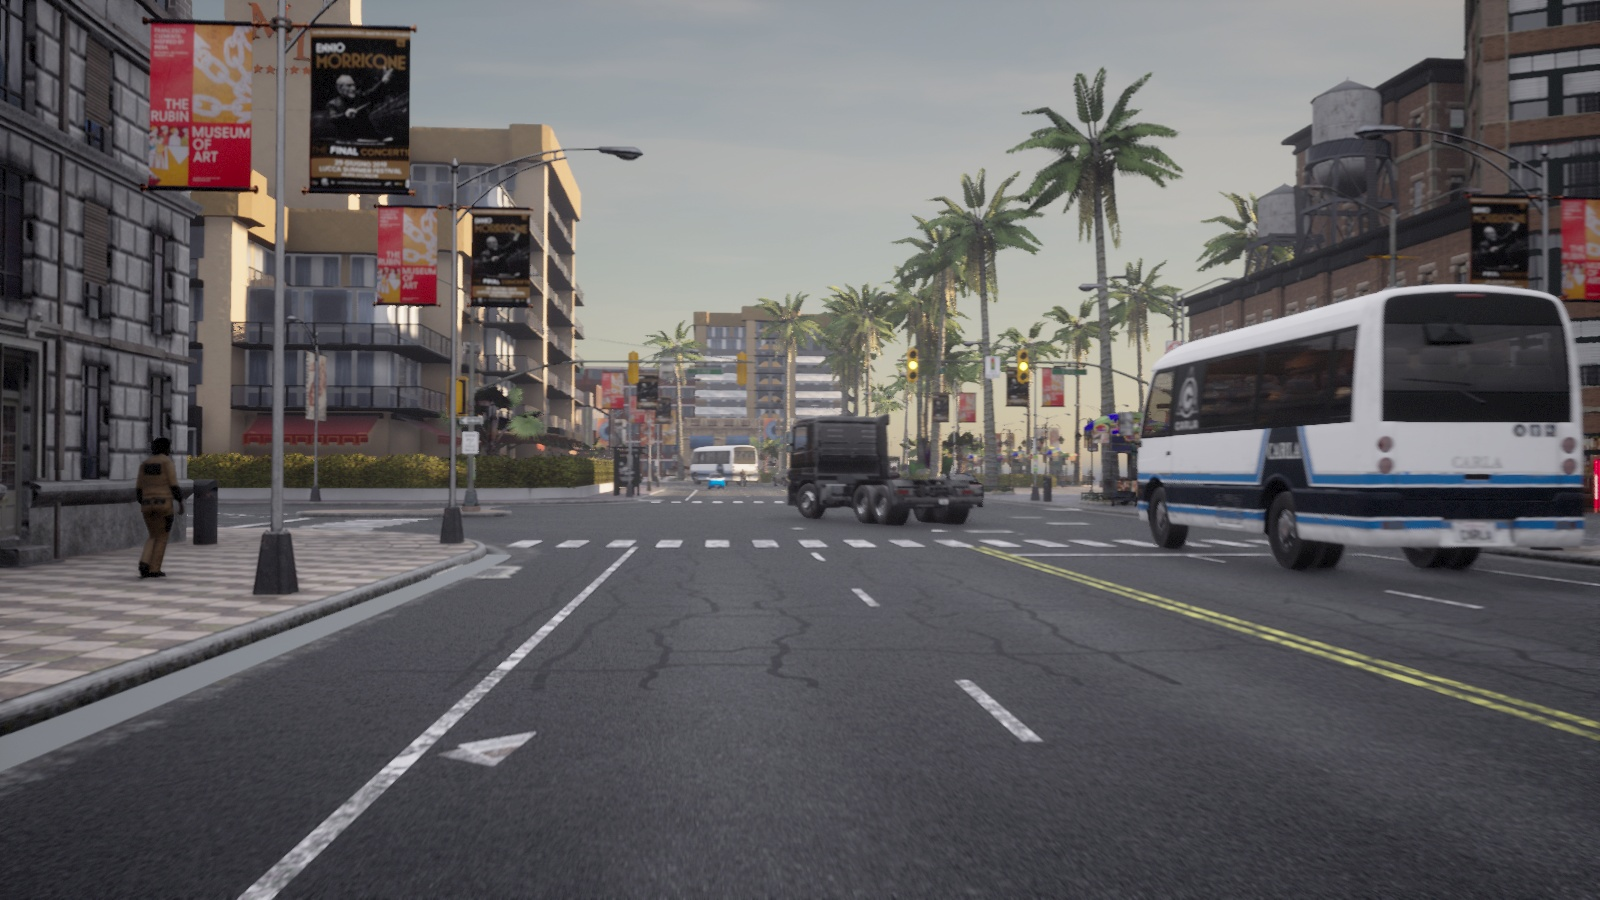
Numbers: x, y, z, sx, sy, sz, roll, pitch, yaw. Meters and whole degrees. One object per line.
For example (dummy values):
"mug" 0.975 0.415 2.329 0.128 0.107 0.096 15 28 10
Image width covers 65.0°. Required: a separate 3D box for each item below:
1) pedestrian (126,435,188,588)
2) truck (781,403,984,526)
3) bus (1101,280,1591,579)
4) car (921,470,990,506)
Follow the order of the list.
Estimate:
"pedestrian" -8.305 0.784 16.239 0.396 1.930 0.692 0 -1 5
"truck" 2.358 0.485 39.633 2.891 3.462 7.936 0 -1 -25
"bus" 9.068 -0.220 23.101 3.944 4.253 10.273 0 -1 -4
"car" 6.880 1.677 56.114 2.128 1.511 4.902 0 -1 -4
